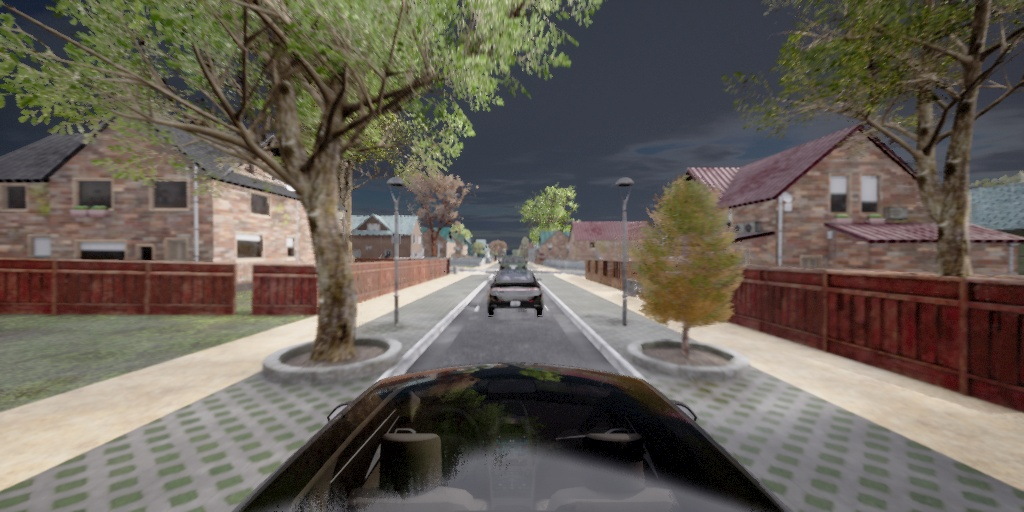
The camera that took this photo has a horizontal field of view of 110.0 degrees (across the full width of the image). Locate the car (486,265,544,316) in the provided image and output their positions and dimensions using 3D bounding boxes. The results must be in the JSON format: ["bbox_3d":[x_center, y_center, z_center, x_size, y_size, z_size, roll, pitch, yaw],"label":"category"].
[{"bbox_3d":[0.099,1.232,13.242,2.128,1.511,4.902,0,0,0],"label":"car"}]

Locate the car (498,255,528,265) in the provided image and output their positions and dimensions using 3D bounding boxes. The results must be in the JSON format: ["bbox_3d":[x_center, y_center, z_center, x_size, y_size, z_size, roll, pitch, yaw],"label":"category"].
[{"bbox_3d":[0.092,0.961,28.580,2.150,2.045,5.566,0,0,0],"label":"car"}]
